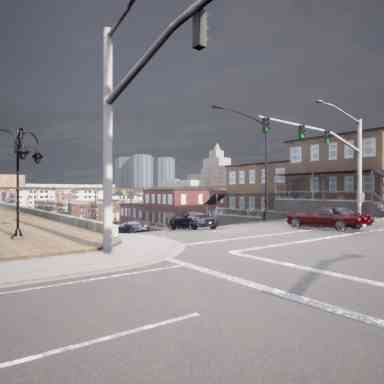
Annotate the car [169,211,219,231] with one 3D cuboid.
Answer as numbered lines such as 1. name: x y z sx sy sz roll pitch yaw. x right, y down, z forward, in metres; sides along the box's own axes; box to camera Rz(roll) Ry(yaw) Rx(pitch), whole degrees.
1. car: 0.042 2.054 24.162 1.994 1.385 4.181 0 -4 -36

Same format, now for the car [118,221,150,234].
1. car: -5.826 3.505 32.134 1.812 1.442 4.674 0 -12 -37

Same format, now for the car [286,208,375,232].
1. car: 7.949 1.569 19.655 1.895 1.301 4.718 0 -2 -36
